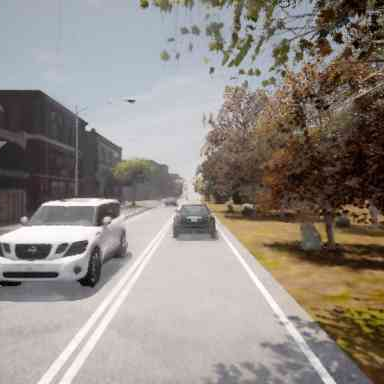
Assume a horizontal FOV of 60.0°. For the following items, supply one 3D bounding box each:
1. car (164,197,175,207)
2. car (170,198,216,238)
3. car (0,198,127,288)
[{"bbox_3d":[-3.279,1.532,52.714,2.033,1.411,5.357,0,0,1],"label":"car"},{"bbox_3d":[0.114,1.351,17.900,2.097,1.767,4.553,0,0,0],"label":"car"},{"bbox_3d":[-3.344,1.223,9.632,2.150,2.045,5.566,0,0,0],"label":"car"}]
